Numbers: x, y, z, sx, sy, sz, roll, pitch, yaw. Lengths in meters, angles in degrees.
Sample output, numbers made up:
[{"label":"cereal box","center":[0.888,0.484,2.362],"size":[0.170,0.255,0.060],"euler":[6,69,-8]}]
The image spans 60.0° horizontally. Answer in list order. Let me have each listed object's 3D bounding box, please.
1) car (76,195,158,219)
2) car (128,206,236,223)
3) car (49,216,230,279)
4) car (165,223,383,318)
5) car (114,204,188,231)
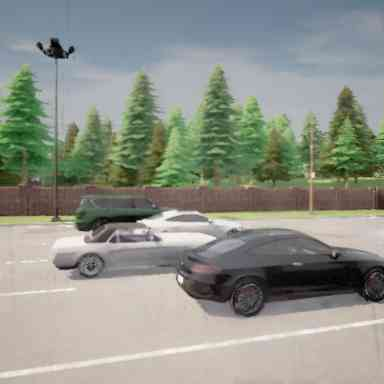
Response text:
[{"label":"car","center":[-2.924,1.154,16.556],"size":[5.566,2.045,2.150],"euler":[0,0,-17]},{"label":"car","center":[-0.087,1.475,13.783],"size":[4.674,1.442,1.812],"euler":[0,0,-17]},{"label":"car","center":[-1.518,1.561,9.666],"size":[4.718,1.301,1.895],"euler":[0,0,-17]},{"label":"car","center":[1.971,1.504,7.092],"size":[4.674,1.442,1.812],"euler":[0,0,-17]},{"label":"car","center":[-2.542,1.484,20.337],"size":[4.181,1.385,1.994],"euler":[0,0,-17]}]
